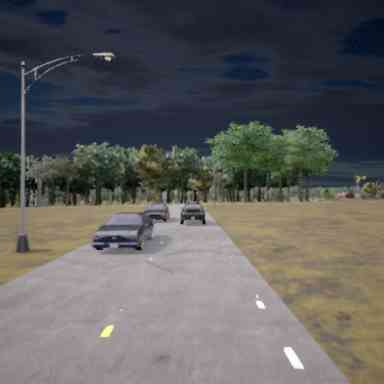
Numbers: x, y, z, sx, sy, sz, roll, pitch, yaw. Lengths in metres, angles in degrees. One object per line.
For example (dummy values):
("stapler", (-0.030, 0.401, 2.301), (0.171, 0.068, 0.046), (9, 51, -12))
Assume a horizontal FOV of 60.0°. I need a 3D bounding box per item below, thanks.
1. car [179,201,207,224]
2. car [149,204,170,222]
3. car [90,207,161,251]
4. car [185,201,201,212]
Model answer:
("car", (0.086, 1.613, 25.966), (1.837, 1.490, 4.892), (0, 0, 0))
("car", (-2.792, 1.667, 27.417), (2.033, 1.411, 5.357), (0, 0, 0))
("car", (-2.795, 1.597, 14.676), (2.033, 1.411, 5.357), (0, 0, 1))
("car", (0.102, 1.848, 43.490), (1.994, 1.385, 4.181), (0, -1, 0))
